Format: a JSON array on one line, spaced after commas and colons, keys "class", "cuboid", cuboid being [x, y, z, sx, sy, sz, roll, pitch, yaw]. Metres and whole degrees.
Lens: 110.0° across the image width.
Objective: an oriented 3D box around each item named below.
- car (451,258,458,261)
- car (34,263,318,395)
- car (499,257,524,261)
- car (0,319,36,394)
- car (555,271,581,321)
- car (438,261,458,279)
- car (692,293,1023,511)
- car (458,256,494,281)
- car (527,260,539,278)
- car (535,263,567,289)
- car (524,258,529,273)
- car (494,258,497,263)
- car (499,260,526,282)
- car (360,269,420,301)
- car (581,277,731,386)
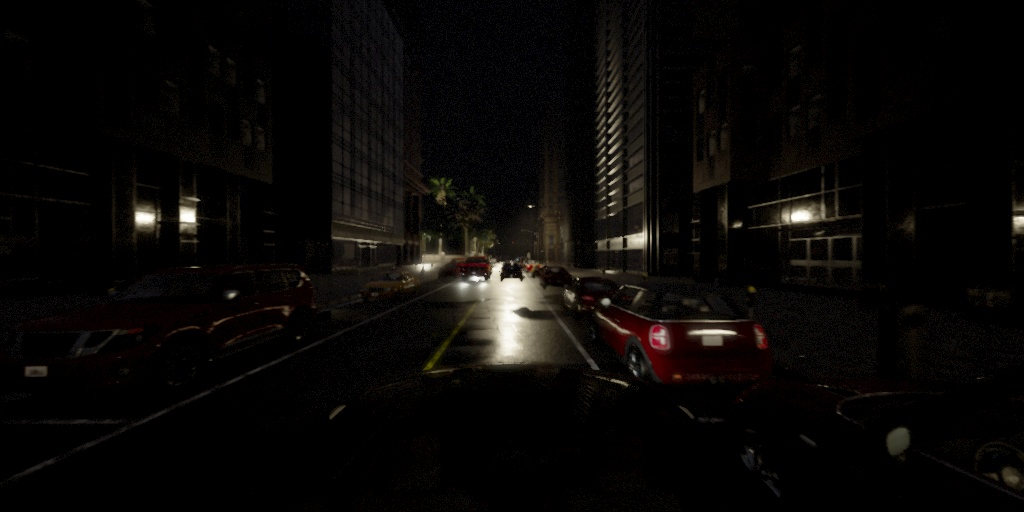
[{"class": "car", "cuboid": [-5.840, 1.158, 39.413, 2.192, 1.841, 5.009, 0, 0, 0]}, {"class": "car", "cuboid": [-5.768, 1.085, 6.857, 2.192, 1.841, 5.009, 0, 0, 0]}, {"class": "car", "cuboid": [-0.051, 1.190, 41.463, 2.097, 1.767, 4.553, 0, 0, 0]}, {"class": "car", "cuboid": [-5.756, 1.325, 1.431, 1.948, 1.339, 4.313, 0, 0, 0]}, {"class": "car", "cuboid": [2.745, 1.349, 12.297, 1.802, 1.307, 4.207, 0, 0, 0]}, {"class": "car", "cuboid": [-5.828, 1.412, 33.987, 1.802, 1.307, 4.207, 0, 0, 0]}, {"class": "car", "cuboid": [2.769, 1.185, 1.447, 1.967, 1.591, 4.097, 0, 0, 0]}, {"class": "car", "cuboid": [-3.062, 1.042, 31.709, 2.150, 2.045, 5.566, 0, 0, 0]}, {"class": "car", "cuboid": [2.697, 1.341, 34.167, 1.751, 1.417, 4.829, 0, 0, 0]}, {"class": "car", "cuboid": [2.721, 1.335, 23.147, 1.888, 1.381, 4.507, 0, 0, 0]}, {"class": "car", "cuboid": [2.673, 1.283, 44.846, 1.967, 1.591, 4.097, 0, 0, 0]}, {"class": "car", "cuboid": [-3.079, 1.332, 39.592, 2.128, 1.511, 4.902, 0, 0, 0]}, {"class": "car", "cuboid": [-0.022, 1.336, 29.966, 1.812, 1.442, 4.674, 0, 0, 0]}, {"class": "car", "cuboid": [-5.792, 1.318, 17.539, 1.751, 1.417, 4.829, 0, 0, 0]}, {"class": "car", "cuboid": [2.757, 1.195, 6.872, 1.967, 1.591, 4.097, 0, 0, 0]}]
